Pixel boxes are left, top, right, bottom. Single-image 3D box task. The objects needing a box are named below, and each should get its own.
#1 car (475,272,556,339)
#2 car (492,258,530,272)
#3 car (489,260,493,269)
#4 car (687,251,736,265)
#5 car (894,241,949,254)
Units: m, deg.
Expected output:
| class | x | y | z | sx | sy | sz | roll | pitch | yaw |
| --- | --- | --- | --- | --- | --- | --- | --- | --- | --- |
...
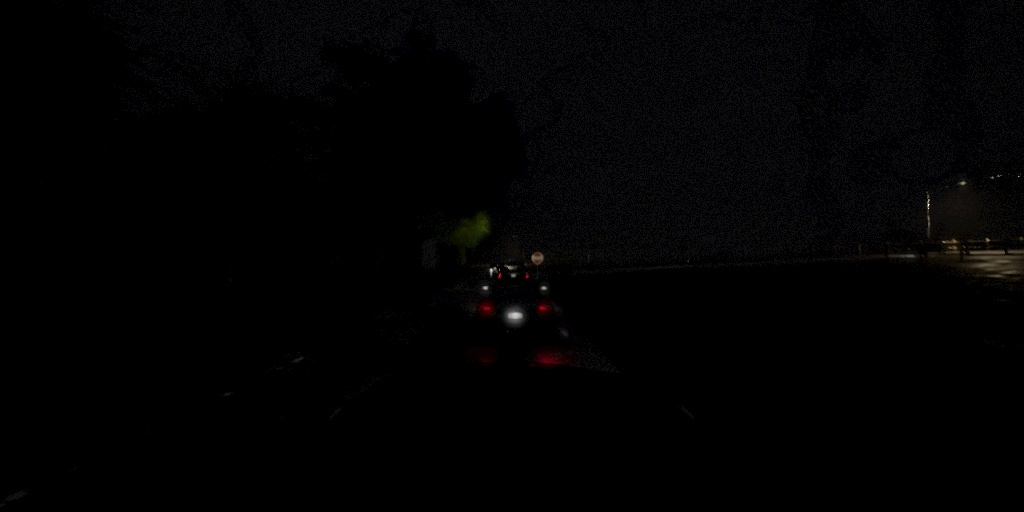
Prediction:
| class | x | y | z | sx | sy | sz | roll | pitch | yaw |
| --- | --- | --- | --- | --- | --- | --- | --- | --- | --- |
| car | 0.090 | 1.332 | 10.154 | 1.994 | 1.385 | 4.181 | 0 | 0 | 0 |
| car | 0.057 | 1.156 | 22.617 | 2.097 | 1.767 | 4.553 | 0 | 0 | -1 |
| car | -2.858 | 1.462 | 62.829 | 1.837 | 1.490 | 4.892 | 0 | 0 | 0 |
| car | 21.831 | 0.184 | 39.404 | 4.902 | 1.511 | 2.128 | -3 | 0 | 1 |
| car | 44.679 | -0.878 | 39.151 | 4.674 | 1.442 | 1.812 | -3 | 1 | 1 |
